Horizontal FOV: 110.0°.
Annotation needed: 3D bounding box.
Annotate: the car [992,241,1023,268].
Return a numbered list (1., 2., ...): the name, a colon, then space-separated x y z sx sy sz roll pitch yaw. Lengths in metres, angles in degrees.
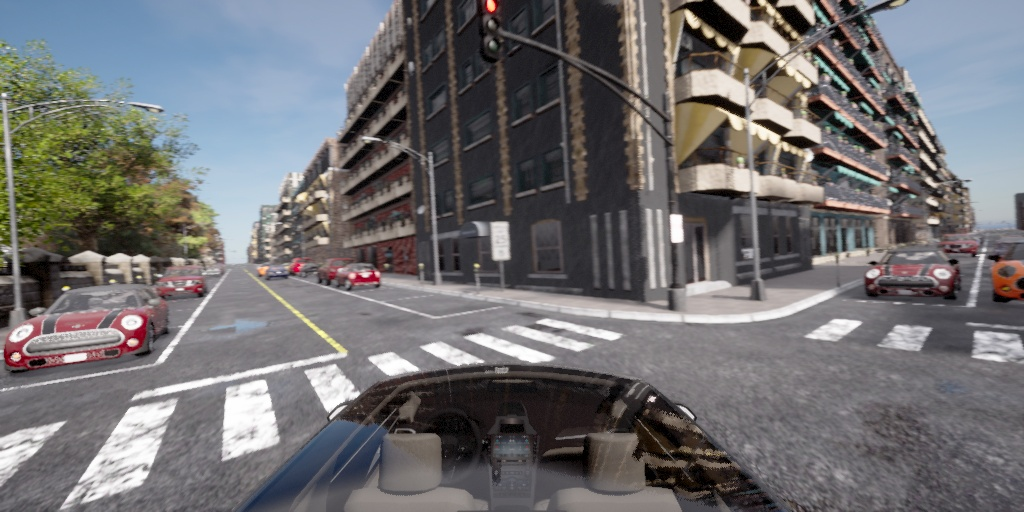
1. car: 27.701 -0.136 19.475 4.718 1.301 1.895 -3 0 -37

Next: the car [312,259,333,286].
1. car: -12.986 1.129 26.641 2.192 1.841 5.009 0 0 -38

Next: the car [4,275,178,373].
1. car: -9.503 1.437 8.403 1.967 1.591 4.097 0 0 -38

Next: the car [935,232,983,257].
1. car: 35.847 -0.863 28.823 5.009 1.841 2.192 0 0 -37

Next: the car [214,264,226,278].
1. car: -39.837 2.212 47.780 2.007 1.370 4.403 0 0 -38

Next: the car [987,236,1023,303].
1. car: 14.951 0.301 9.902 4.553 1.767 2.097 -3 0 -37

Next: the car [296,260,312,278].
1. car: -21.355 1.488 38.189 1.837 1.490 4.892 -3 1 -38

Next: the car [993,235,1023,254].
1. car: 42.649 -1.007 30.603 4.674 1.442 1.812 -3 0 -37

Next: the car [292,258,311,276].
1. car: -25.689 1.308 43.731 2.150 2.045 5.566 -3 1 -38

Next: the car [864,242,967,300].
1. car: 13.336 0.472 11.893 4.097 1.591 1.967 0 0 -37

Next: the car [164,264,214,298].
1. car: -19.614 1.533 21.528 2.192 1.841 5.009 0 0 -38

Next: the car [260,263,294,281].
1. car: -24.056 1.686 36.633 2.033 1.411 5.357 -3 1 -37

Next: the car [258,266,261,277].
1. car: -30.341 1.629 44.705 2.097 1.767 4.553 -3 1 -37

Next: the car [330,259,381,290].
1. car: -9.616 1.180 22.266 1.967 1.591 4.097 0 0 -38
